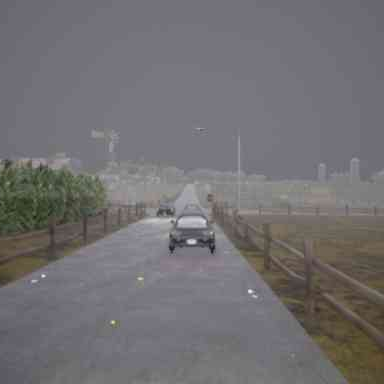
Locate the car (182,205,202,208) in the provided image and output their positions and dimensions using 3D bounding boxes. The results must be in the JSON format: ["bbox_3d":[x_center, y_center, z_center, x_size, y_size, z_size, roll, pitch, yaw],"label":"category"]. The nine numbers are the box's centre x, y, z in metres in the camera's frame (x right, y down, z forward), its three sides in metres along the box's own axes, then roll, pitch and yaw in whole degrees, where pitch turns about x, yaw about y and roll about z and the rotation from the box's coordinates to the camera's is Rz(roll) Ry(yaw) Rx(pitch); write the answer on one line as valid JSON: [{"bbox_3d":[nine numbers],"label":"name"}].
[{"bbox_3d":[0.010,1.828,29.308,1.994,1.385,4.181,0,0,0],"label":"car"}]

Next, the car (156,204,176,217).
[{"bbox_3d":[-2.747,1.918,35.621,1.895,1.301,4.718,0,-1,0],"label":"car"}]

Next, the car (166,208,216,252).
[{"bbox_3d":[0.007,1.657,14.386,1.812,1.442,4.674,0,0,0],"label":"car"}]
